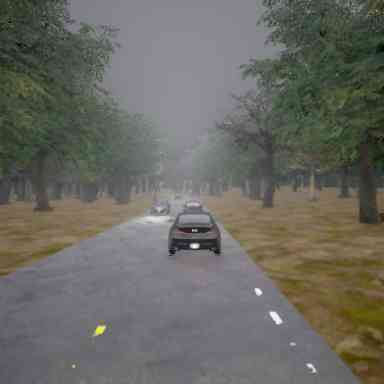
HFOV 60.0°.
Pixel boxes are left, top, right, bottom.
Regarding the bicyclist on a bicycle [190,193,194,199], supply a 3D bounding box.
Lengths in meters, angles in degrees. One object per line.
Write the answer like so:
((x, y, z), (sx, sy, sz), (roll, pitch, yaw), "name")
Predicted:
((0.127, 1.080, 92.585), (0.866, 1.612, 1.509), (0, 0, -3), "bicyclist on a bicycle")

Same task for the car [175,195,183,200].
((-3.079, 1.299, 75.232), (1.895, 1.301, 4.718), (0, 0, -1), "car")

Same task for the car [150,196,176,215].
((-3.090, 1.461, 33.816), (2.128, 1.511, 4.902), (0, 0, 0), "car")

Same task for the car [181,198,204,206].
((0.098, 1.507, 29.434), (1.812, 1.442, 4.674), (0, 0, 0), "car")

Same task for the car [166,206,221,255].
((0.095, 1.510, 13.285), (1.837, 1.490, 4.892), (0, 0, 0), "car")
